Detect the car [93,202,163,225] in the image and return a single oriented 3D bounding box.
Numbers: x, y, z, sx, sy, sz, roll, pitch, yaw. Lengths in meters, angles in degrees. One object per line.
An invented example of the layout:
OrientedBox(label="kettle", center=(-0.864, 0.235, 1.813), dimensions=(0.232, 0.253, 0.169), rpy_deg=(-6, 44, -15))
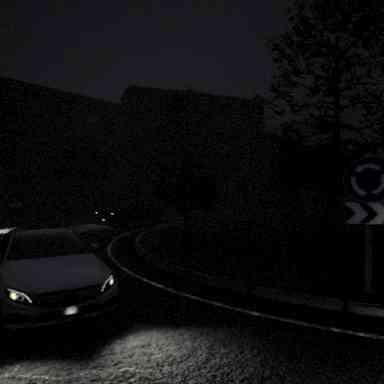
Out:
OrientedBox(label="car", center=(-3.955, 1.310, 21.472), dimensions=(1.895, 1.301, 4.718), rpy_deg=(1, 1, 36))

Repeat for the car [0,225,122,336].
OrientedBox(label="car", center=(-3.052, 1.457, 6.858), dimensions=(1.812, 1.442, 4.674), rpy_deg=(0, 0, -33))
